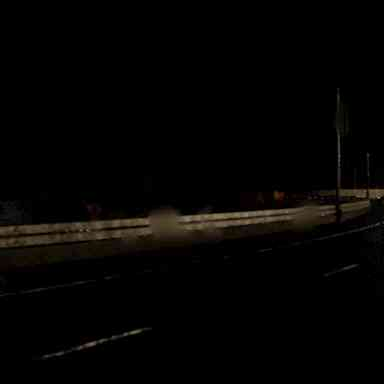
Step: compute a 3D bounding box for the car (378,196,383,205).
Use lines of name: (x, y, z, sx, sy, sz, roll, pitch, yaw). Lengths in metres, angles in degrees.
car: (35.809, 1.536, 61.255, 2.128, 1.511, 4.902, 0, 0, 16)
